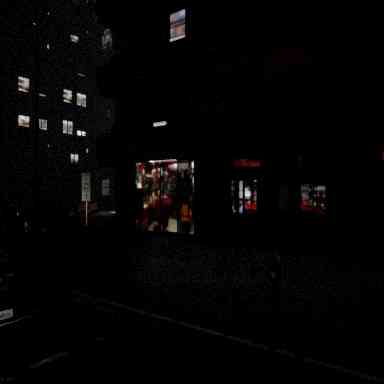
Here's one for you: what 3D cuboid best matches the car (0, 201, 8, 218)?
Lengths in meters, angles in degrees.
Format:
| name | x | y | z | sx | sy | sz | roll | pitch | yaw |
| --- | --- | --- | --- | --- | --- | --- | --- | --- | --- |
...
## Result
| name | x | y | z | sx | sy | sz | roll | pitch | yaw |
| --- | --- | --- | --- | --- | --- | --- | --- | --- | --- |
| car | -14.075 | 1.350 | 26.090 | 2.008 | 1.369 | 4.403 | 1 | 1 | 35 |

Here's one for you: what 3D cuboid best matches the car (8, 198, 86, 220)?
| name | x | y | z | sx | sy | sz | roll | pitch | yaw |
| --- | --- | --- | --- | --- | --- | --- | --- | --- | --- |
| car | -11.109 | 1.283 | 25.834 | 1.837 | 1.490 | 4.892 | 0 | 1 | 35 |

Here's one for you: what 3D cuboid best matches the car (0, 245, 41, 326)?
| name | x | y | z | sx | sy | sz | roll | pitch | yaw |
| --- | --- | --- | --- | --- | --- | --- | --- | --- | --- |
| car | -4.505 | 1.551 | 6.083 | 4.403 | 1.369 | 2.008 | 0 | 0 | 35 |

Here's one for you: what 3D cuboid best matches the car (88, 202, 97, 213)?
| name | x | y | z | sx | sy | sz | roll | pitch | yaw |
| --- | --- | --- | --- | --- | --- | --- | --- | --- | --- |
| car | -10.987 | 1.250 | 30.516 | 1.752 | 1.417 | 4.829 | 1 | 1 | 35 |
